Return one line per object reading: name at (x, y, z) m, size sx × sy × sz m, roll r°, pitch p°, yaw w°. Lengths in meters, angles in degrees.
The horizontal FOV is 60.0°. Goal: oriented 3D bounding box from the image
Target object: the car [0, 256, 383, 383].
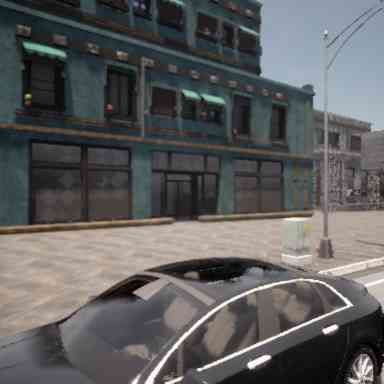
car at (0.055, 1.515, 3.294) m, size 4.892 × 1.490 × 1.837 m, roll 0°, pitch 0°, yaw -35°
